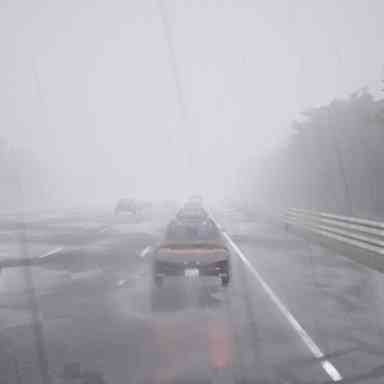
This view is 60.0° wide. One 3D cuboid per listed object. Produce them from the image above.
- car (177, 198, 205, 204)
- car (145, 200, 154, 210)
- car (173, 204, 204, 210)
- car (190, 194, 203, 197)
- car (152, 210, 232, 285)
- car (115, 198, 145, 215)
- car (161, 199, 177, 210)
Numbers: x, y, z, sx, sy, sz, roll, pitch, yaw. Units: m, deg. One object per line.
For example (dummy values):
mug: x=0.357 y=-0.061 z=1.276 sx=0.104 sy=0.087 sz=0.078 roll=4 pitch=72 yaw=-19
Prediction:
car: x=0.063 y=1.560 z=29.127 sx=2.033 sy=1.411 sz=5.357 roll=0 pitch=0 yaw=1
car: x=-6.392 y=1.720 z=45.638 sx=1.895 sy=1.301 sz=4.718 roll=0 pitch=0 yaw=2
car: x=-0.004 y=1.609 z=18.999 sx=1.895 sy=1.301 sz=4.718 roll=0 pitch=0 yaw=0
car: x=0.605 y=1.305 z=45.590 sx=2.150 sy=2.045 sz=5.566 roll=0 pitch=0 yaw=2
car: x=-0.001 y=1.486 z=9.437 sx=2.128 sy=1.511 sz=4.902 roll=0 pitch=0 yaw=0
car: x=-6.709 y=1.423 z=35.504 sx=2.097 sy=1.767 sz=4.553 roll=0 pitch=0 yaw=2
car: x=-2.953 y=1.638 z=44.078 sx=2.033 sy=1.411 sz=5.357 roll=0 pitch=0 yaw=2
